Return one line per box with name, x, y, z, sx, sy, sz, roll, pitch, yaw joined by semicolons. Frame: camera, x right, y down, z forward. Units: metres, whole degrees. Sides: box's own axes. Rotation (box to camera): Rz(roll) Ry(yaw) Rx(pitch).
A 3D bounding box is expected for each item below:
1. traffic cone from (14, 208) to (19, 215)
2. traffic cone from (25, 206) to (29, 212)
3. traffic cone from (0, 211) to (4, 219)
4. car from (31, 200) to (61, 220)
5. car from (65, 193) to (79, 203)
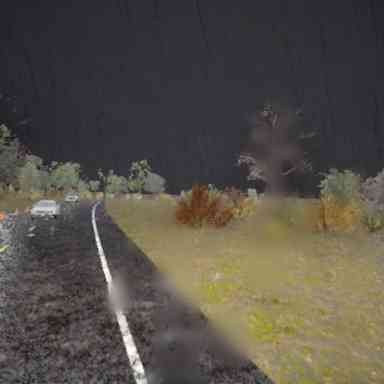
traffic cone;-15.768;1.749;29.892;0.340;0.580;0.340;1;0;-17
traffic cone;-17.179;1.751;34.710;0.340;0.580;0.340;1;0;-16
traffic cone;-14.327;1.752;25.084;0.340;0.580;0.340;1;0;-17
car;-11.590;1.381;26.640;1.812;1.442;4.674;1;0;-17
car;-24.830;1.214;68.974;2.150;2.045;5.566;1;-1;-14
